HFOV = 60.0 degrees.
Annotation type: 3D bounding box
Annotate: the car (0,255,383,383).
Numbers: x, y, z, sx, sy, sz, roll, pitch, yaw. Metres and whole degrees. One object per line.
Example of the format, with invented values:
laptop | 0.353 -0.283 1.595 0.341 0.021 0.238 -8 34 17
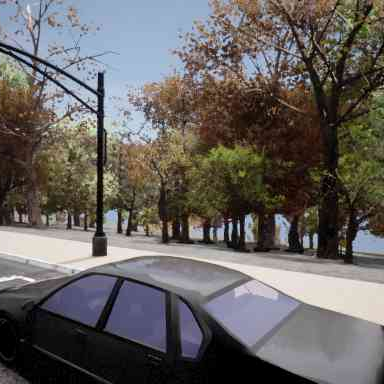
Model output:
car | -0.545 1.547 4.067 5.357 1.411 2.033 0 0 35
